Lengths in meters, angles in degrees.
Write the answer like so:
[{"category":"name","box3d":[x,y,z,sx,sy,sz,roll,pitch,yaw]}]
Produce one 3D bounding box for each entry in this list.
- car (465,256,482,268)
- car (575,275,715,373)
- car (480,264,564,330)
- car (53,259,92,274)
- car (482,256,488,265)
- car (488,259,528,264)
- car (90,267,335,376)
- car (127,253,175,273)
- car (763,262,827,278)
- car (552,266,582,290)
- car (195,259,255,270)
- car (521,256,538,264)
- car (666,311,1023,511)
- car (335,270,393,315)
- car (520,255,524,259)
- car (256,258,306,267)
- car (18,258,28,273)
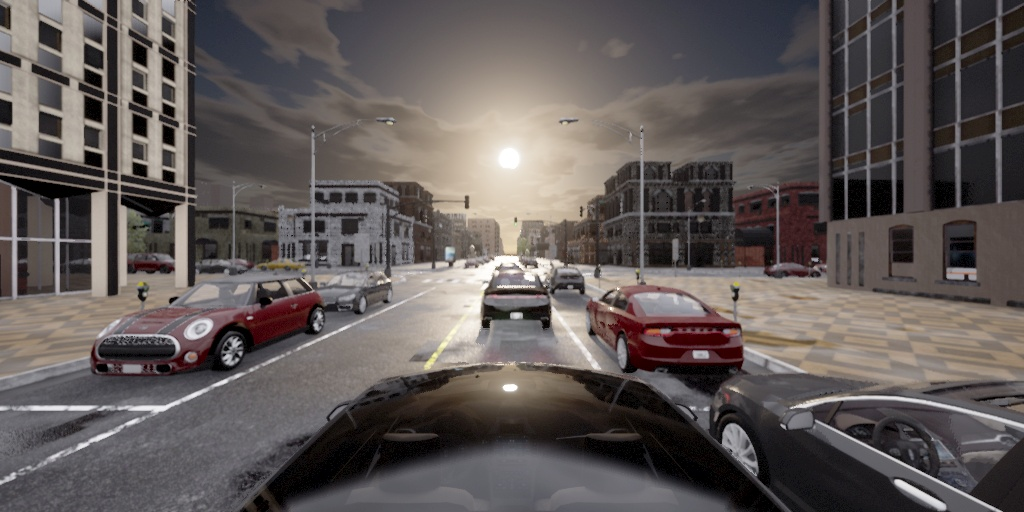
[{"category":"car","box3d":[-5.681,0.980,51.132,1.802,1.307,4.207,0,0,0]},{"category":"car","box3d":[2.691,1.255,7.344,1.888,1.381,4.507,0,0,0]},{"category":"car","box3d":[0.103,1.176,10.880,2.128,1.511,4.902,0,0,0]},{"category":"car","box3d":[-36.483,0.916,31.307,4.403,1.370,2.007,0,0,1]},{"category":"car","box3d":[-5.679,0.870,62.175,2.007,1.370,4.403,0,0,0]},{"category":"car","box3d":[-0.378,1.139,26.202,1.994,1.385,4.181,0,0,-8]},{"category":"car","box3d":[-5.689,1.149,7.362,1.967,1.591,4.097,0,0,0]},{"category":"car","box3d":[-30.946,0.703,31.221,5.009,1.841,2.192,0,0,1]},{"category":"car","box3d":[23.647,1.225,30.337,4.207,1.307,1.802,0,0,1]},{"category":"car","box3d":[2.693,1.179,18.727,2.007,1.370,4.403,0,0,0]},{"category":"car","box3d":[-25.410,0.963,31.135,4.403,1.370,2.007,0,0,1]},{"category":"car","box3d":[2.699,0.964,51.117,1.948,1.339,4.313,0,0,0]},{"category":"car","box3d":[2.690,1.301,1.652,2.007,1.370,4.403,0,0,0]},{"category":"car","box3d":[-5.689,1.219,13.054,2.007,1.370,4.403,0,0,0]},{"category":"car","box3d":[2.702,0.902,62.159,1.802,1.307,4.207,0,0,0]},{"category":"car","box3d":[-25.447,0.923,39.517,4.829,1.417,1.751,0,0,1]},{"category":"car","box3d":[-42.019,0.887,31.393,4.507,1.381,1.888,0,0,1]}]
